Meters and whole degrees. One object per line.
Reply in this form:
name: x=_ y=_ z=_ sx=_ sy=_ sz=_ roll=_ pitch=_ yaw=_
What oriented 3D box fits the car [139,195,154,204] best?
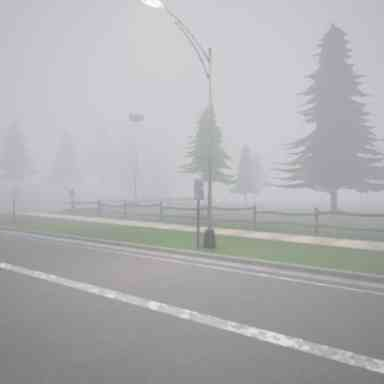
car: x=-6.879 y=1.447 z=62.474 sx=2.033 sy=1.411 sz=5.357 roll=0 pitch=0 yaw=36

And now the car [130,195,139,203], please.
car: x=-9.909 y=1.384 z=64.241 sx=2.128 sy=1.511 sz=4.902 roll=0 pitch=0 yaw=36

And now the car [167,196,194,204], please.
car: x=-1.673 y=1.393 z=57.777 sx=1.882 sy=1.535 sz=5.008 roll=0 pitch=0 yaw=35

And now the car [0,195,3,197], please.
car: x=-8.008 y=1.189 z=9.660 sx=5.566 sy=2.045 sz=2.150 roll=-1 pitch=0 yaw=36

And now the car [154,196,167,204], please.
car: x=-4.267 y=1.471 z=60.152 sx=1.994 sy=1.385 sz=4.181 roll=0 pitch=0 yaw=36
